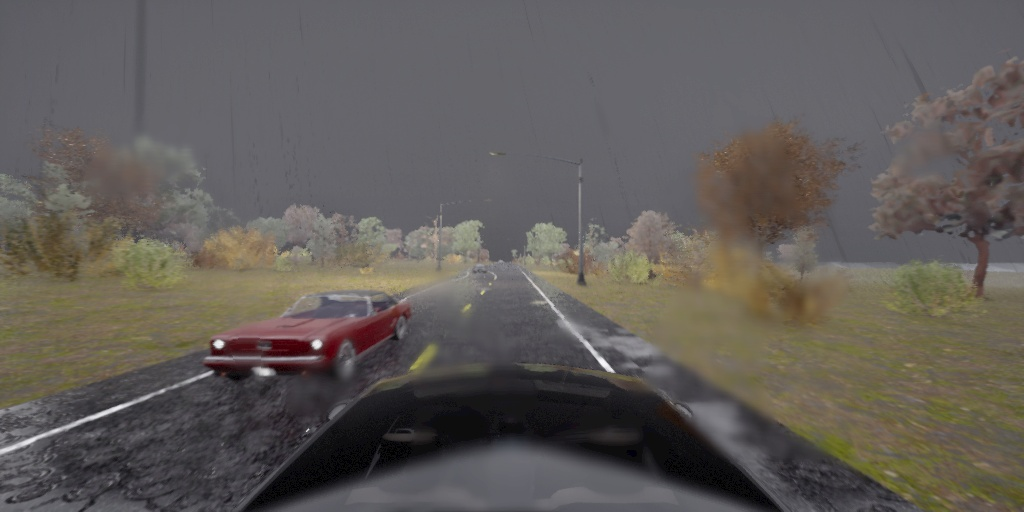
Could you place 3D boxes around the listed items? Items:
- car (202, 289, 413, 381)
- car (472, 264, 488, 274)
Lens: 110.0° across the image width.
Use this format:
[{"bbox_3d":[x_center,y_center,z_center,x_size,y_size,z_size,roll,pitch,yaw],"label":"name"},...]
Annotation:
[{"bbox_3d":[-3.604,1.405,7.431,1.895,1.301,4.718,0,-1,0],"label":"car"},{"bbox_3d":[-4.492,1.803,50.213,1.994,1.385,4.181,0,-1,-6],"label":"car"}]
